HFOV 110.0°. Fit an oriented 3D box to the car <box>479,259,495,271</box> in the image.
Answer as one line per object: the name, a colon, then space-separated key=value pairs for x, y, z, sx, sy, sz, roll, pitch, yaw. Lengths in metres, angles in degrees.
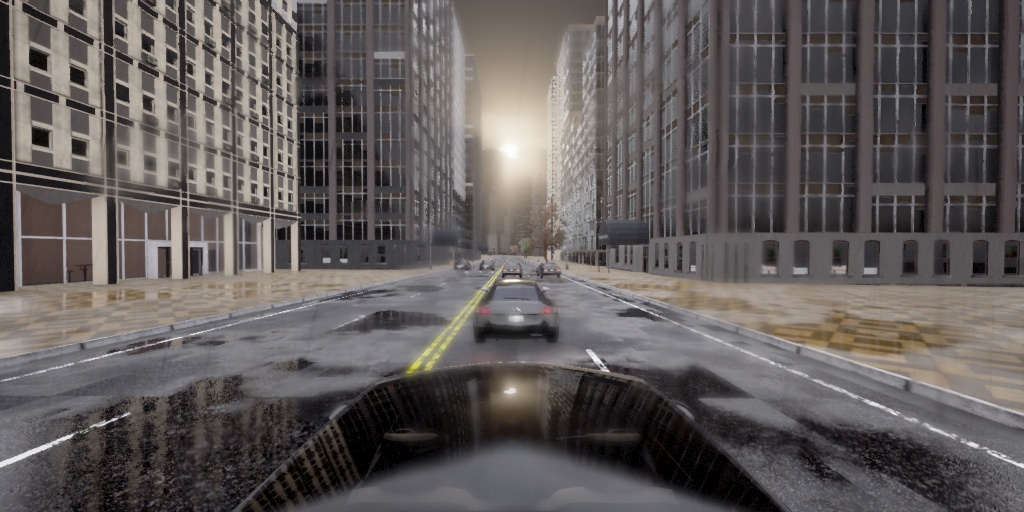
car: x=-3.282 y=1.208 z=47.577 sx=2.128 sy=1.511 sz=4.902 roll=0 pitch=0 yaw=0

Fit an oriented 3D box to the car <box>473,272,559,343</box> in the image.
car: x=0.096 y=1.312 z=9.673 sx=1.994 sy=1.385 sz=4.181 roll=0 pitch=0 yaw=0

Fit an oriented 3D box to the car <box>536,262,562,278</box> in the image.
car: x=3.356 y=1.280 z=33.291 sx=2.033 sy=1.411 sz=5.357 roll=0 pitch=0 yaw=-2

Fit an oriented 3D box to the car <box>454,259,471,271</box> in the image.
car: x=-6.532 y=1.208 z=47.571 sx=2.128 sy=1.511 sz=4.902 roll=0 pitch=0 yaw=0

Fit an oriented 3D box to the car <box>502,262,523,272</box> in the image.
car: x=0.065 y=1.280 z=33.642 sx=2.033 sy=1.411 sz=5.357 roll=0 pitch=0 yaw=2
